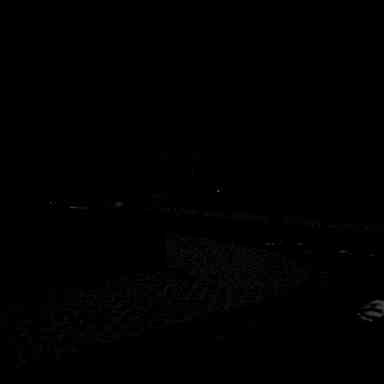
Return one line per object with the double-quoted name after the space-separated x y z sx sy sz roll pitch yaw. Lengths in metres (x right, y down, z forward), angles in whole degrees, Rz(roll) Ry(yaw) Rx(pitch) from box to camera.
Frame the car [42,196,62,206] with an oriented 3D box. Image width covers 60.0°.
-19.548 1.276 46.259 1.837 1.490 4.892 -3 2 -36 "car"
